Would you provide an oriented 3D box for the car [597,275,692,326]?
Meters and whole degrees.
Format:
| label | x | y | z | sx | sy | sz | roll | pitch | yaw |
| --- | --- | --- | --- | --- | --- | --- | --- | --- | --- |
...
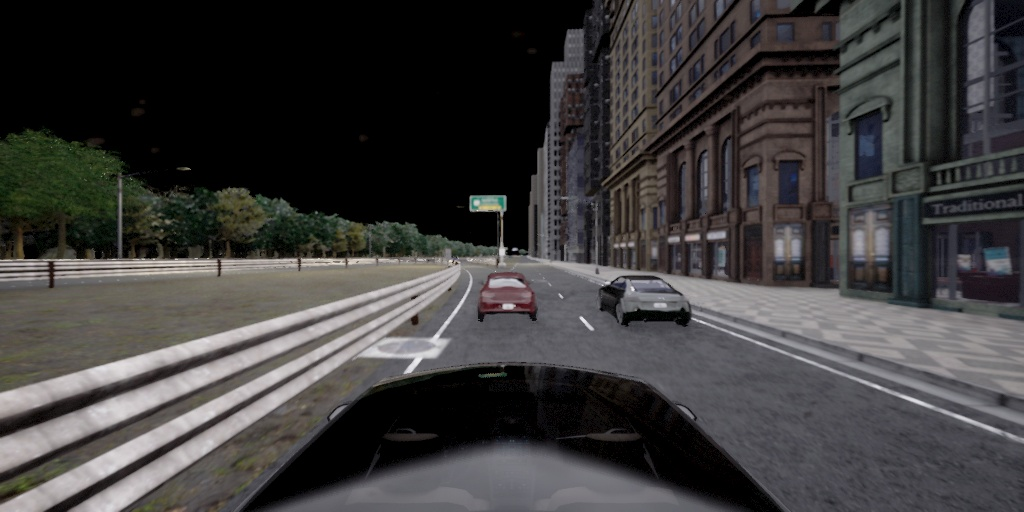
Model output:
| label | x | y | z | sx | sy | sz | roll | pitch | yaw |
| --- | --- | --- | --- | --- | --- | --- | --- | --- | --- |
| car | 4.081 | 1.305 | 11.718 | 1.994 | 1.385 | 4.181 | 0 | 0 | 2 |

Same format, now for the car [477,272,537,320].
| label | x | y | z | sx | sy | sz | roll | pitch | yaw |
| --- | --- | --- | --- | --- | --- | --- | --- | --- | --- |
| car | -0.211 | 1.269 | 12.443 | 1.812 | 1.442 | 4.674 | 0 | 0 | -2 |
